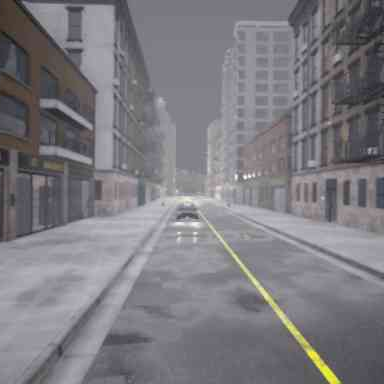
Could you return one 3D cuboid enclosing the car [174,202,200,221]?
[{"bbox_3d":[-0.393,1.517,27.208,2.033,1.411,5.357,1,0,-1],"label":"car"}]
